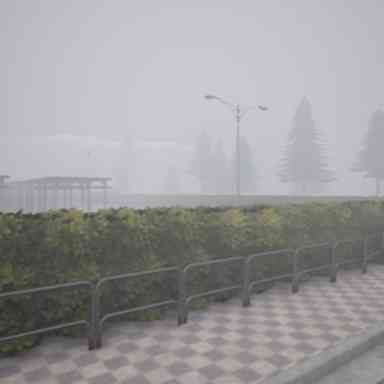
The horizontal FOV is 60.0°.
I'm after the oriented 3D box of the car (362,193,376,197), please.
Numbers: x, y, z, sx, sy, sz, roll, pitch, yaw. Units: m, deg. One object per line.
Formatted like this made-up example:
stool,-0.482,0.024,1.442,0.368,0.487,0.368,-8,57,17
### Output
car,40.022,1.177,75.321,2.150,2.045,5.566,0,0,5
